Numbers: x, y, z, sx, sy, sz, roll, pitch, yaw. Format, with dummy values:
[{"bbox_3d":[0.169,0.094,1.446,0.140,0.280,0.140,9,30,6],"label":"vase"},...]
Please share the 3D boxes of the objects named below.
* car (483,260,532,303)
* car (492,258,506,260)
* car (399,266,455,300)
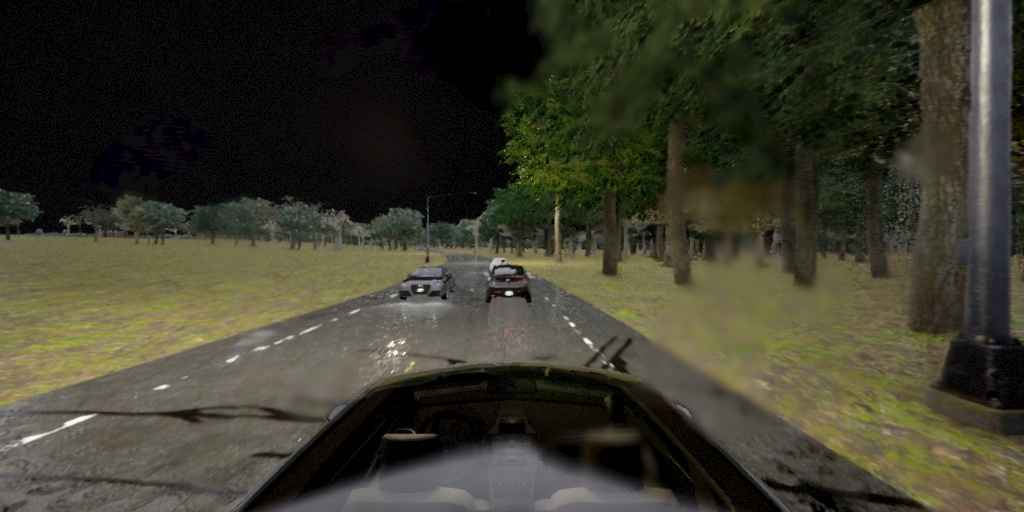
[{"bbox_3d":[-0.186,1.117,15.790,1.837,1.490,4.892,0,1,-2],"label":"car"},{"bbox_3d":[-1.218,0.889,33.857,1.812,1.442,4.674,0,1,-5],"label":"car"},{"bbox_3d":[-3.783,1.180,16.555,1.994,1.385,4.181,0,1,-2],"label":"car"}]
